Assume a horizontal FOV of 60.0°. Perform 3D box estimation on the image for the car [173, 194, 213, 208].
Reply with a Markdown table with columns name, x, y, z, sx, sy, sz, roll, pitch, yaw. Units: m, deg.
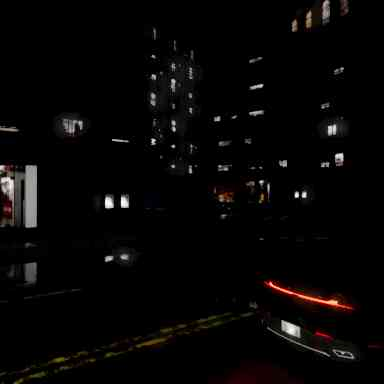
| name | x | y | z | sx | sy | sz | roll | pitch | yaw |
| --- | --- | --- | --- | --- | --- | --- | --- | --- | --- |
| car | 0.069 | 1.041 | 39.241 | 4.403 | 1.369 | 2.008 | 1 | 0 | 37 |

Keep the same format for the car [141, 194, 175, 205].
| name | x | y | z | sx | sy | sz | roll | pitch | yaw |
| --- | --- | --- | --- | --- | --- | --- | --- | --- | --- |
| car | -4.345 | 0.961 | 42.564 | 4.206 | 1.307 | 1.802 | 1 | 0 | 37 |

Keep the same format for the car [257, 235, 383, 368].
| name | x | y | z | sx | sy | sz | roll | pitch | yaw |
| --- | --- | --- | --- | --- | --- | --- | --- | --- | --- |
| car | 3.260 | 1.507 | 5.639 | 4.892 | 1.490 | 1.837 | 0 | 0 | -35 |

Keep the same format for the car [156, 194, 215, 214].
| name | x | y | z | sx | sy | sz | roll | pitch | yaw |
| --- | --- | --- | --- | --- | --- | --- | --- | --- | --- |
| car | -0.585 | 1.137 | 29.243 | 4.403 | 1.369 | 2.008 | 1 | 0 | 37 |

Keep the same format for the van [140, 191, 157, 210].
| name | x | y | z | sx | sy | sz | roll | pitch | yaw |
| --- | --- | --- | --- | --- | --- | --- | --- | --- | --- |
| van | -4.993 | 0.817 | 32.568 | 3.998 | 1.788 | 1.690 | 1 | 0 | 37 |

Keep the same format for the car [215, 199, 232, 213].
| name | x | y | z | sx | sy | sz | roll | pitch | yaw |
| --- | --- | --- | --- | --- | --- | --- | --- | --- | --- |
| car | 1.447 | 1.129 | 30.938 | 4.674 | 1.442 | 1.812 | 1 | 1 | 37 |
